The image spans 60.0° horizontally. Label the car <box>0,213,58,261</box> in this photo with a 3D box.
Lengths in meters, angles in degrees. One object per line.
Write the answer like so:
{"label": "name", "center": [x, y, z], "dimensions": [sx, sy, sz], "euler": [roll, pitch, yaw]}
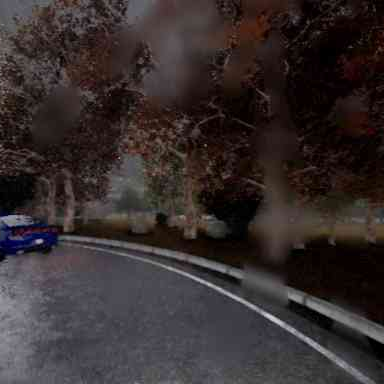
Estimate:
{"label": "car", "center": [-7.142, 1.537, 12.647], "dimensions": [5.008, 1.535, 1.882], "euler": [-1, 0, 36]}
